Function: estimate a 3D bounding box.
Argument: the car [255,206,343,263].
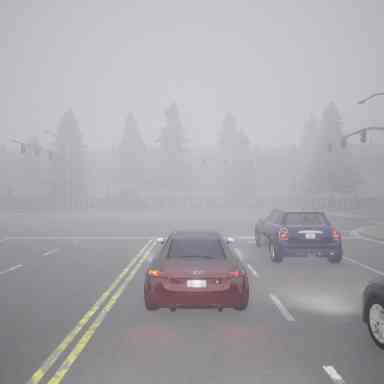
[{"bbox_3d":[3.636,1.352,12.159,2.097,1.767,4.553,0,0,2],"label":"car"}]

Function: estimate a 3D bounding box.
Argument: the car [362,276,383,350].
[{"bbox_3d":[3.592,1.505,3.315,1.837,1.490,4.892,0,0,0],"label":"car"}]

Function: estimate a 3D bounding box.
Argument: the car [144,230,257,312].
[{"bbox_3d":[0.081,1.564,7.788,1.994,1.385,4.181,0,0,0],"label":"car"}]
